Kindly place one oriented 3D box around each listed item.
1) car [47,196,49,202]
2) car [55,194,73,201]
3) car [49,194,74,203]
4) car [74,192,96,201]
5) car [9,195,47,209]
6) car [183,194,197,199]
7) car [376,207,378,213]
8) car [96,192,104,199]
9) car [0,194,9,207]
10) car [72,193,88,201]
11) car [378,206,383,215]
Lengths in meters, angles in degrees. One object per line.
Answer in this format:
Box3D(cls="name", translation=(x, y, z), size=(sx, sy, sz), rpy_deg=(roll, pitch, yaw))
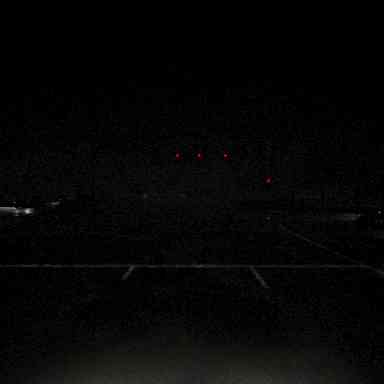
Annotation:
Box3D(cls="car", translation=(-28.045, 1.347, 62.603), size=(1.895, 1.301, 4.718), rpy_deg=(0, 0, 0))
Box3D(cls="car", translation=(-28.217, 1.239, 73.599), size=(2.033, 1.411, 5.357), rpy_deg=(0, 0, -3))
Box3D(cls="car", translation=(-24.564, 1.251, 62.610), size=(1.837, 1.490, 4.892), rpy_deg=(0, 0, 1))
Box3D(cls="car", translation=(-21.047, 1.242, 65.236), size=(1.837, 1.490, 4.892), rpy_deg=(0, 0, 0))
Box3D(cls="car", translation=(-21.123, 1.185, 43.094), size=(2.097, 1.767, 4.553), rpy_deg=(0, 0, 0))
Box3D(cls="car", translation=(-0.168, 1.201, 94.674), size=(1.895, 1.301, 4.718), rpy_deg=(0, 0, -18))
Box3D(cls="car", translation=(19.457, 1.441, 29.502), size=(5.357, 1.411, 2.033), rpy_deg=(0, 0, 7))
Box3D(cls="car", translation=(-21.320, 0.918, 75.053), size=(2.150, 2.045, 5.566), rpy_deg=(0, 0, -3))
Box3D(cls="car", translation=(-24.623, 1.343, 46.604), size=(1.812, 1.442, 4.674), rpy_deg=(0, 0, 0))
Box3D(cls="car", translation=(-24.702, 1.054, 73.563), size=(2.097, 1.767, 4.553), rpy_deg=(0, 0, -3))
Box3D(cls="car", translation=(17.649, 1.260, 26.079), size=(4.553, 1.767, 2.097), rpy_deg=(0, 0, 6))
